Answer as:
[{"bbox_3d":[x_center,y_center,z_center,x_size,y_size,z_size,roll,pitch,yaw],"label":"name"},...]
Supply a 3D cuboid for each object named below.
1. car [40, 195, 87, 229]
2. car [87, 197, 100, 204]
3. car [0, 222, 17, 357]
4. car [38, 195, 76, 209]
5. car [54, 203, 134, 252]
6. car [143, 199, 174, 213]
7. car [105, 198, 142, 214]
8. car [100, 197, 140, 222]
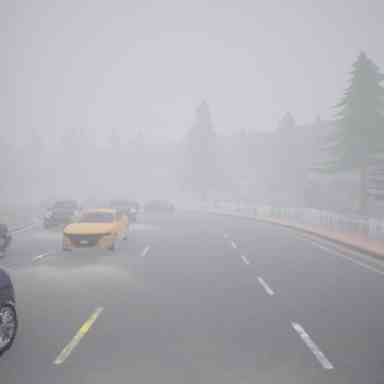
[{"bbox_3d":[-8.131,1.308,21.478,2.097,1.767,4.553,0,0,-16],"label":"car"},{"bbox_3d":[-13.155,1.436,45.083,4.674,1.442,1.812,0,0,31],"label":"car"},{"bbox_3d":[-3.593,1.346,2.926,2.097,1.767,4.553,0,0,0],"label":"car"},{"bbox_3d":[-17.771,1.264,43.655,4.553,1.767,2.097,0,0,26],"label":"car"},{"bbox_3d":[-3.836,1.450,13.957,1.882,1.535,5.008,0,0,-3],"label":"car"},{"bbox_3d":[-3.660,1.491,36.010,1.994,1.385,4.181,0,0,-36],"label":"car"},{"bbox_3d":[-7.442,1.434,35.767,1.837,1.490,4.892,0,0,-41],"label":"car"},{"bbox_3d":[-5.535,1.301,25.183,2.097,1.767,4.553,0,0,-19],"label":"car"}]
